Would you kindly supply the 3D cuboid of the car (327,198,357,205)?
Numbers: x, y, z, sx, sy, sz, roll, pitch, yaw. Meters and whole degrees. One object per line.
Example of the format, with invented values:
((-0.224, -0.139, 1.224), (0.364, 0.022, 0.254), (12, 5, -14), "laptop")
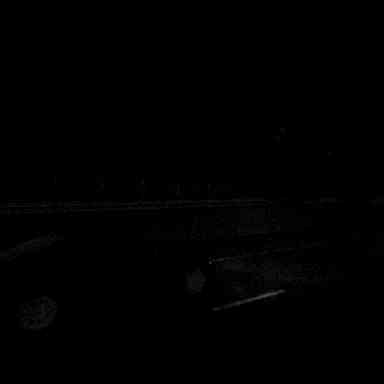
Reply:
((18.278, 1.488, 38.701), (4.892, 1.490, 1.837), (1, 0, -35), "car")

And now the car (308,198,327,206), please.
((16.470, 1.509, 41.709), (4.674, 1.442, 1.812), (0, 0, -35), "car")

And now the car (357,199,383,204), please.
((20.130, 1.504, 35.725), (4.674, 1.442, 1.812), (0, 0, -35), "car")

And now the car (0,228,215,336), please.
((-1.778, 1.477, 6.786), (5.008, 1.535, 1.882), (0, 0, -36), "car")
